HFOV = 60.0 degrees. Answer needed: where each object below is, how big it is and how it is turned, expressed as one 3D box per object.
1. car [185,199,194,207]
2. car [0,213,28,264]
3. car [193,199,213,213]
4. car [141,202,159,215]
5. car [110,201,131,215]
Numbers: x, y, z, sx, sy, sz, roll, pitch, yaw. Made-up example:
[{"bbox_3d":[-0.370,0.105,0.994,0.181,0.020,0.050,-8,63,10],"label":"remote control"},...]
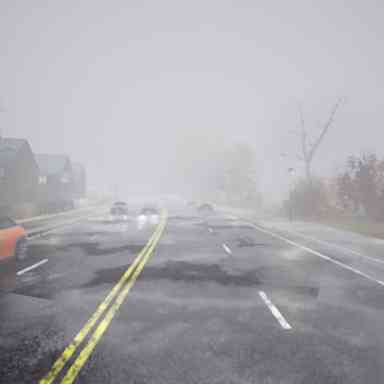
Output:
[{"bbox_3d":[-0.195,1.893,59.085,2.128,1.511,4.902,0,0,-6],"label":"car"},{"bbox_3d":[-6.668,1.439,9.523,2.097,1.767,4.553,0,0,-1],"label":"car"},{"bbox_3d":[1.569,1.817,42.073,1.812,1.442,4.674,0,0,-5],"label":"car"},{"bbox_3d":[-4.815,1.873,38.088,1.895,1.301,4.718,0,0,-4],"label":"car"},{"bbox_3d":[-8.034,1.777,37.475,1.837,1.490,4.892,0,0,-4],"label":"car"}]
